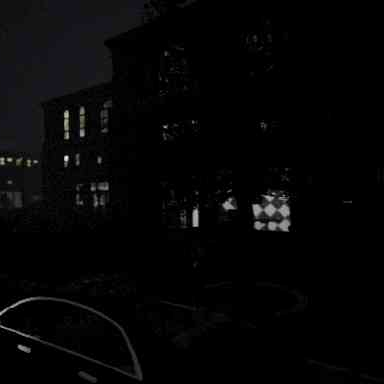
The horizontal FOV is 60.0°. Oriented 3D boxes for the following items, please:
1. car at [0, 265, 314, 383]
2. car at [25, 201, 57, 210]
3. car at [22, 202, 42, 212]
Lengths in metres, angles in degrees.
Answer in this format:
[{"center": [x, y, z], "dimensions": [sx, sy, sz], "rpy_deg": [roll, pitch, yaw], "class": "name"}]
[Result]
[{"center": [-1.017, 1.579, 3.600], "dimensions": [4.403, 1.369, 2.008], "rpy_deg": [-1, 0, 35], "class": "car"}, {"center": [-25.559, 2.217, 56.425], "dimensions": [1.752, 1.417, 4.829], "rpy_deg": [-1, -1, 35], "class": "car"}, {"center": [-21.737, 2.126, 47.196], "dimensions": [1.887, 1.381, 4.507], "rpy_deg": [-1, -1, 35], "class": "car"}]
